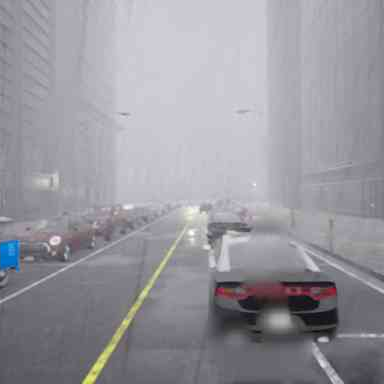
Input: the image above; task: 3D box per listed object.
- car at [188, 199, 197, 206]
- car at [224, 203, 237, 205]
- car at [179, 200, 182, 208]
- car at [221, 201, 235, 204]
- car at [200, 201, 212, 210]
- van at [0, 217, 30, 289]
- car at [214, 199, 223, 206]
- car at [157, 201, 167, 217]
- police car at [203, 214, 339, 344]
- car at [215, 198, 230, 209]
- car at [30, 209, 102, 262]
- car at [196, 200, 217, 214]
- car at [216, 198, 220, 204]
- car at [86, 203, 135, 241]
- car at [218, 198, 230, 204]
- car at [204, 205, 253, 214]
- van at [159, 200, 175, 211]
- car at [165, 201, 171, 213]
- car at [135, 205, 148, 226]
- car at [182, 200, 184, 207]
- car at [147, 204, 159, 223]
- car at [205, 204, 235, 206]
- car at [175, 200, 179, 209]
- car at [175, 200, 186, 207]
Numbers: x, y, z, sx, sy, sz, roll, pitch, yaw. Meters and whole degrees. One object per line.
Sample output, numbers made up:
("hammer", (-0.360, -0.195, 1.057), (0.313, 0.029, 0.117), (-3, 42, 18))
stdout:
("car", (0.223, 2.435, 75.830), (1.837, 1.490, 4.892), (-1, -1, 2))
("car", (4.050, 1.890, 29.267), (1.802, 1.307, 4.206), (-1, -1, 2))
("car", (-3.296, 2.313, 57.772), (1.802, 1.307, 4.206), (-1, -1, 2))
("car", (4.284, 1.956, 34.898), (1.802, 1.307, 4.206), (-1, -1, 2))
("car", (2.392, 2.215, 55.807), (1.994, 1.385, 4.181), (-1, -1, 2))
("van", (-5.408, 1.479, 7.092), (1.690, 1.788, 3.998), (-1, -1, 2))
("car", (5.921, 2.294, 74.315), (1.967, 1.590, 4.097), (-1, -1, 2))
("car", (-4.234, 2.012, 35.246), (2.008, 1.369, 4.403), (-1, -1, 2))
("police car", (1.257, 1.496, 6.902), (1.930, 1.638, 5.238), (-1, -1, 2))
("car", (5.217, 1.959, 57.424), (2.192, 1.841, 5.009), (-1, -1, 2))
("car", (-5.172, 1.642, 12.722), (1.967, 1.590, 4.097), (-1, -1, 2))
("car", (1.896, 2.004, 43.203), (1.837, 1.490, 4.892), (-1, 0, 3))
("car", (4.983, 1.890, 51.793), (2.192, 1.841, 5.009), (-1, -1, 2))
("car", (-4.940, 1.582, 18.355), (2.192, 1.841, 5.009), (-1, -1, 2))
("car", (4.516, 1.880, 40.531), (1.967, 1.590, 4.097), (-1, -1, 2))
("car", (1.668, 1.661, 16.782), (1.882, 1.535, 5.008), (-1, -1, 2))
("van", (-3.768, 1.936, 46.512), (1.690, 1.788, 3.998), (-1, -1, 2))
("car", (-3.999, 2.109, 40.878), (1.802, 1.307, 4.206), (-1, -1, 2))
("car", (-4.702, 1.897, 23.984), (1.947, 1.339, 4.313), (-1, -1, 2))
("car", (-3.063, 2.367, 63.403), (1.947, 1.339, 4.313), (-1, -1, 2))
("car", (-4.468, 1.962, 29.615), (1.947, 1.339, 4.313), (-1, -1, 2))
("car", (1.918, 1.778, 22.776), (1.812, 1.442, 4.674), (-1, -1, 2))
("car", (-3.539, 2.186, 51.971), (1.752, 1.417, 4.829), (-1, -1, 2))
("car", (-2.594, 2.492, 74.666), (2.008, 1.369, 4.403), (-1, -1, 2))
